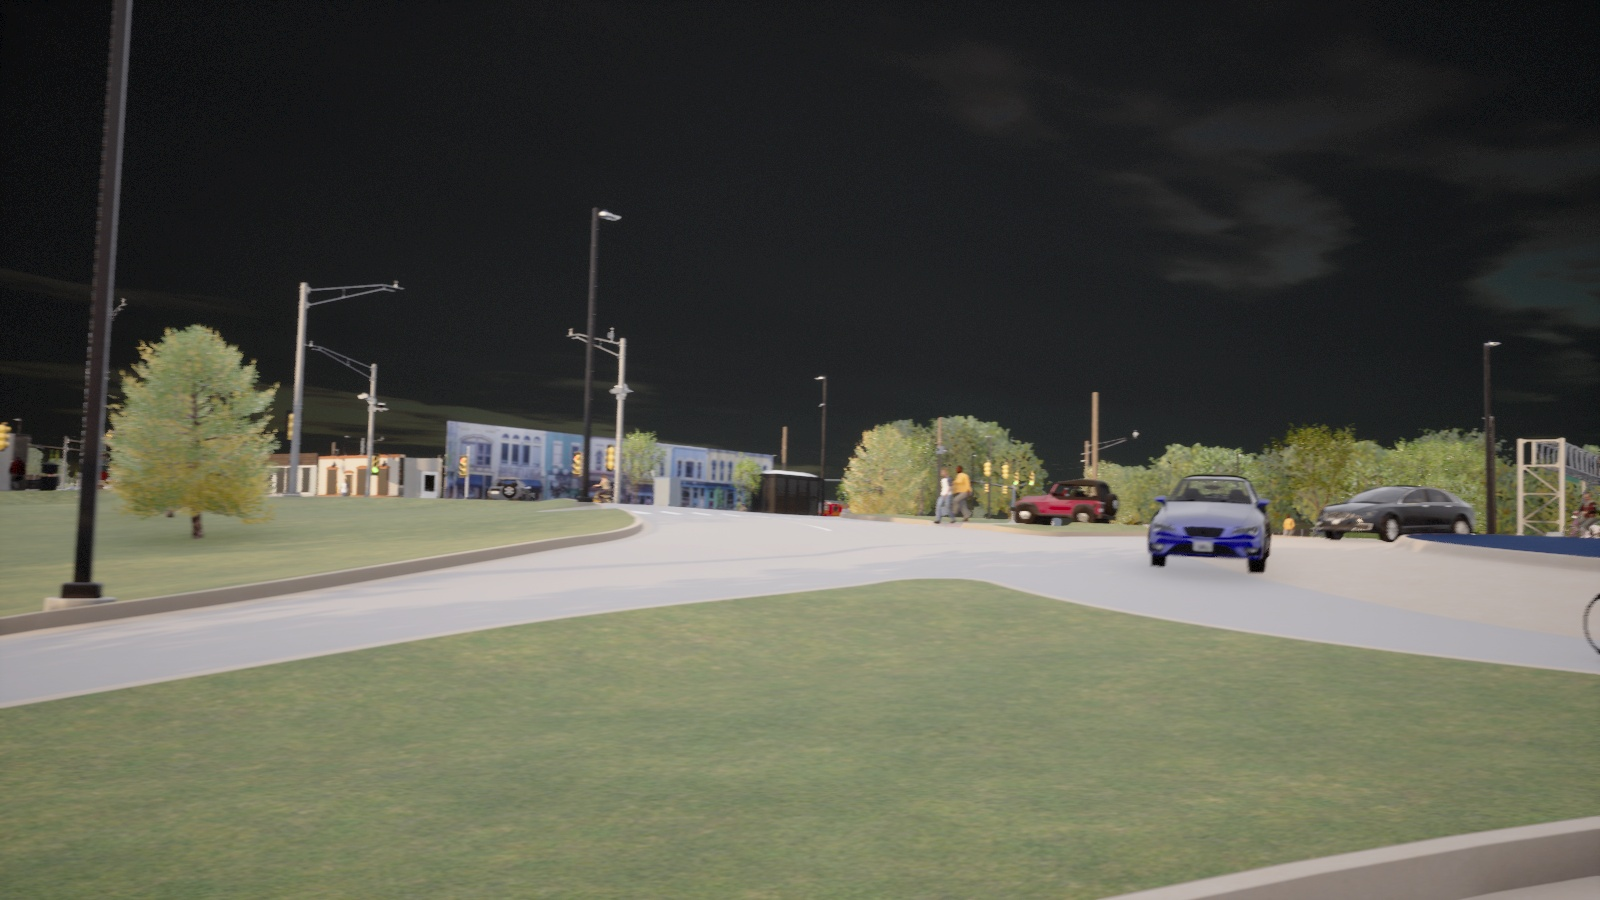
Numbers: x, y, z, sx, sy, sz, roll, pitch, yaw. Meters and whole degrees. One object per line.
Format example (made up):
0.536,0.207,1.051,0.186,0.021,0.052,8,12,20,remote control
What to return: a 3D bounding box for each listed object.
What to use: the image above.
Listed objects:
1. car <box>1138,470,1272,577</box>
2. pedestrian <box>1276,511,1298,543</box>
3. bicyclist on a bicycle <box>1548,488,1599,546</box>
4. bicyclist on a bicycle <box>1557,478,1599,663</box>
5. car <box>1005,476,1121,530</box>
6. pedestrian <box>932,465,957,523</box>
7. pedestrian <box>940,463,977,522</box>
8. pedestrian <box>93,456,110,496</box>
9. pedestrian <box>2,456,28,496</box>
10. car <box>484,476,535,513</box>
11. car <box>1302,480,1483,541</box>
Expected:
6.913,1.144,21.172,1.816,1.474,4.193,1,1,22,car
28.727,4.519,74.046,0.900,1.855,0.874,5,-6,-42,pedestrian
24.814,2.140,39.995,1.843,1.776,0.659,4,-4,-20,bicyclist on a bicycle
7.522,1.063,10.798,0.582,1.620,1.656,4,-3,-29,bicyclist on a bicycle
10.015,2.016,47.879,3.866,1.878,1.905,0,-5,33,car
4.633,1.407,40.263,0.706,1.836,0.354,4,-5,-28,pedestrian
5.128,1.375,40.651,0.900,1.855,0.874,3,-5,-18,pedestrian
-32.644,1.223,58.677,0.614,1.847,0.353,-2,-6,38,pedestrian
-37.261,1.242,59.599,0.899,1.844,0.634,-2,-6,38,pedestrian
-16.226,2.543,70.448,1.932,1.855,4.605,0,-4,-2,car
15.782,1.634,33.396,4.892,1.490,1.837,3,-3,-29,car
